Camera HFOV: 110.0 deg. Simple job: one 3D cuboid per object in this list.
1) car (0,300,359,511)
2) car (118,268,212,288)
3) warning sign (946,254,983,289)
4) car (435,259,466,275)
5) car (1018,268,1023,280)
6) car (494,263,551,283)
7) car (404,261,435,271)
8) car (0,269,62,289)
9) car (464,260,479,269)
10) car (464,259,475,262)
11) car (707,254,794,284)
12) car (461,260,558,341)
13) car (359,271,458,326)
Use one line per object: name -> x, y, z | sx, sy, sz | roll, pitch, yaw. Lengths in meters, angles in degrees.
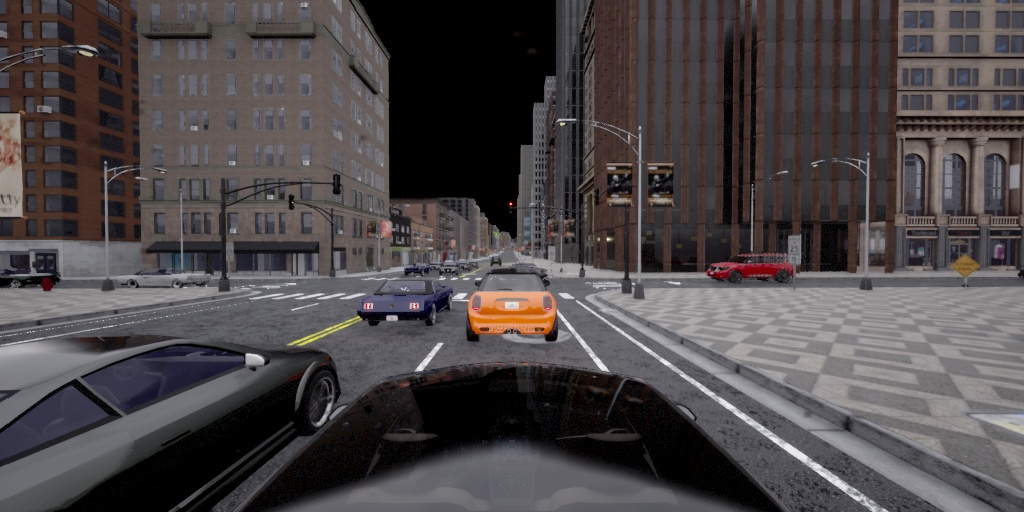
car -> -3.158, 1.314, 2.838 | 1.994, 1.385, 4.181 | 0, 0, 1
car -> -22.754, 1.446, 23.639 | 4.718, 1.301, 1.895 | 0, 1, 1
warning sign -> 25.179, 0.827, 19.909 | 1.060, 1.860, 1.300 | 0, 0, 0
car -> -6.598, 1.331, 38.894 | 1.994, 1.385, 4.181 | 0, 0, 0
car -> 39.659, 1.062, 25.743 | 4.892, 1.490, 1.837 | 0, 1, 0
car -> 0.765, 1.306, 29.830 | 2.033, 1.411, 5.357 | 0, 0, -34
car -> -9.849, 1.367, 37.687 | 1.895, 1.301, 4.718 | 0, 0, 0
car -> -33.113, 1.480, 23.725 | 4.718, 1.301, 1.895 | 0, 1, 0
car -> -6.578, 1.343, 58.872 | 1.994, 1.385, 4.181 | 0, 0, 0
car -> -6.597, 1.338, 48.853 | 1.994, 1.385, 4.181 | 0, 0, 0
car -> 17.093, 0.866, 25.682 | 5.566, 2.045, 2.150 | 0, 1, 0
car -> 0.010, 1.101, 10.005 | 2.097, 1.767, 4.553 | 0, 0, 0
car -> -3.149, 1.350, 11.657 | 1.895, 1.301, 4.718 | 0, 0, 0
